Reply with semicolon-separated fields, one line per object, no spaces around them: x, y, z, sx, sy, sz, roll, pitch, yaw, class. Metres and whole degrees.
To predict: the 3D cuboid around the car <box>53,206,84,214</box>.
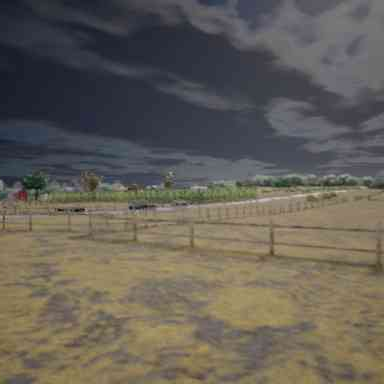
-20.062;2.940;54.194;1.895;1.301;4.718;-2;-2;36;car

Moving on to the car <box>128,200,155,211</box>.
-9.481;2.480;62.742;2.150;2.045;5.566;-2;-1;36;car

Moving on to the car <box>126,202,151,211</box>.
-10.722;2.837;67.066;1.882;1.535;5.008;-2;-1;36;car

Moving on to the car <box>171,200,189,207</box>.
-2.531;2.507;72.479;1.837;1.490;4.892;-2;-1;36;car
